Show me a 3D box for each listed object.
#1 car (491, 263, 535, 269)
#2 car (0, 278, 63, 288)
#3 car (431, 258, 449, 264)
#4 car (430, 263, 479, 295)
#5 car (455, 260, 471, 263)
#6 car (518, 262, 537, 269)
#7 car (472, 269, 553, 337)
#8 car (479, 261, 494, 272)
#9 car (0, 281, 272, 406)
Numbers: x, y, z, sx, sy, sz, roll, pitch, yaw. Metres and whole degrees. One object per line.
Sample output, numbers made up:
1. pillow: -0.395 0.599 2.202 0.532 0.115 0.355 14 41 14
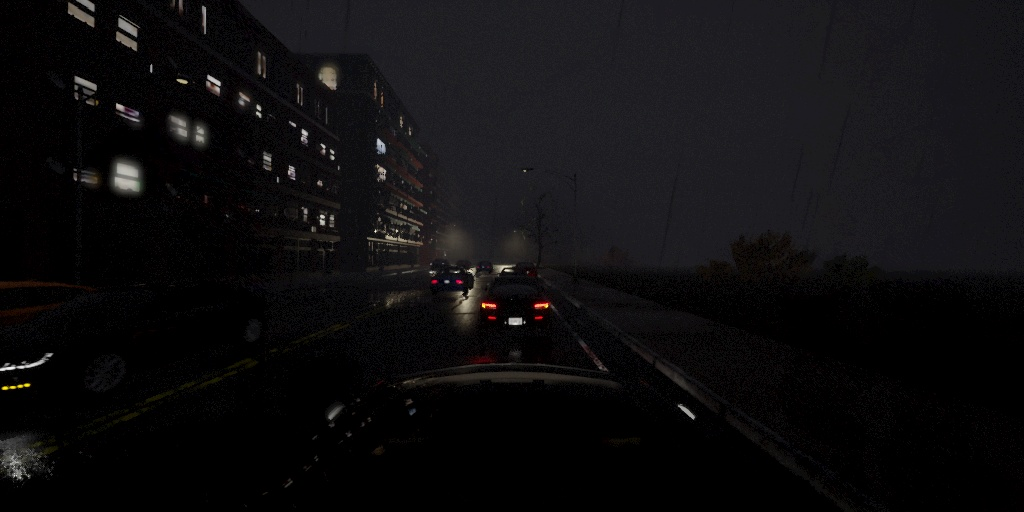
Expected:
1. car: 0.055 1.317 20.391 1.994 1.385 4.181 0 0 0
2. car: -9.862 1.228 6.553 1.882 1.535 5.008 0 0 0
3. car: -9.965 1.105 49.737 2.097 1.767 4.553 0 0 0
4. car: -3.194 1.300 19.865 2.033 1.411 5.357 0 0 -1
5. car: -6.716 1.231 49.614 1.882 1.535 5.008 0 0 0
6. car: 1.068 1.232 29.919 1.882 1.535 5.008 0 0 0
7. car: 0.071 1.277 10.224 1.812 1.442 4.674 0 0 0
8. car: -3.251 1.300 42.958 2.033 1.411 5.357 0 0 0
9. car: -6.613 1.255 6.514 1.837 1.490 4.892 0 0 0
